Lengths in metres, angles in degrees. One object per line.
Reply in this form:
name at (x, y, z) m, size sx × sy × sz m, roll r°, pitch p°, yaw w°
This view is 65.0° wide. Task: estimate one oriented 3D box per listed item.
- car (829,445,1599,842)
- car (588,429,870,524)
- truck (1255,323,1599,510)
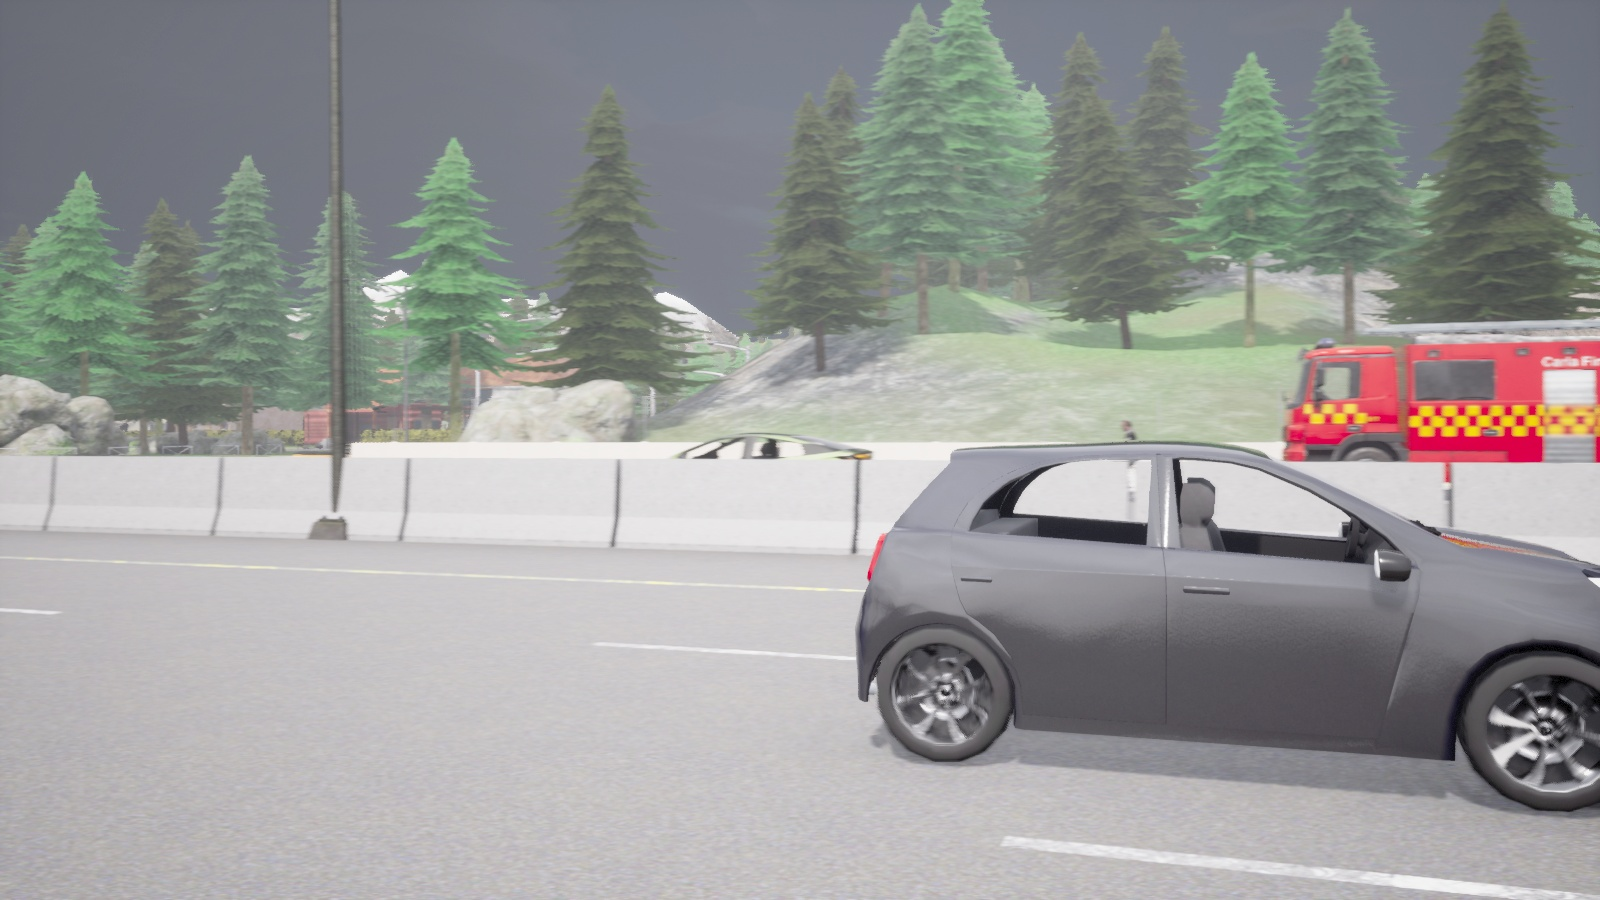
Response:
car at (2.153, 0.750, 6.162) m, size 3.633 × 1.501 × 1.845 m, roll 1°, pitch 1°, yaw 19°
car at (-1.221, 0.412, 22.065) m, size 4.514 × 1.525 × 2.007 m, roll 1°, pitch 1°, yaw 19°
truck at (14.630, -0.726, 27.793) m, size 8.468 × 3.827 × 2.891 m, roll 1°, pitch 1°, yaw 19°
